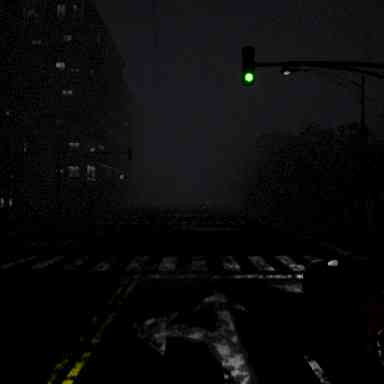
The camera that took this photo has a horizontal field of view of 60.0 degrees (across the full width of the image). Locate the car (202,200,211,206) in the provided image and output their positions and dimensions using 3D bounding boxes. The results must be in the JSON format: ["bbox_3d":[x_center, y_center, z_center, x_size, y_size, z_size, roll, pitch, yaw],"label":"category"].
[{"bbox_3d":[3.249,2.531,76.317,2.128,1.511,4.902,0,-1,0],"label":"car"}]

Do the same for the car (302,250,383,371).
[{"bbox_3d":[3.348,1.636,5.484,1.994,1.385,4.181,0,-1,0],"label":"car"}]
